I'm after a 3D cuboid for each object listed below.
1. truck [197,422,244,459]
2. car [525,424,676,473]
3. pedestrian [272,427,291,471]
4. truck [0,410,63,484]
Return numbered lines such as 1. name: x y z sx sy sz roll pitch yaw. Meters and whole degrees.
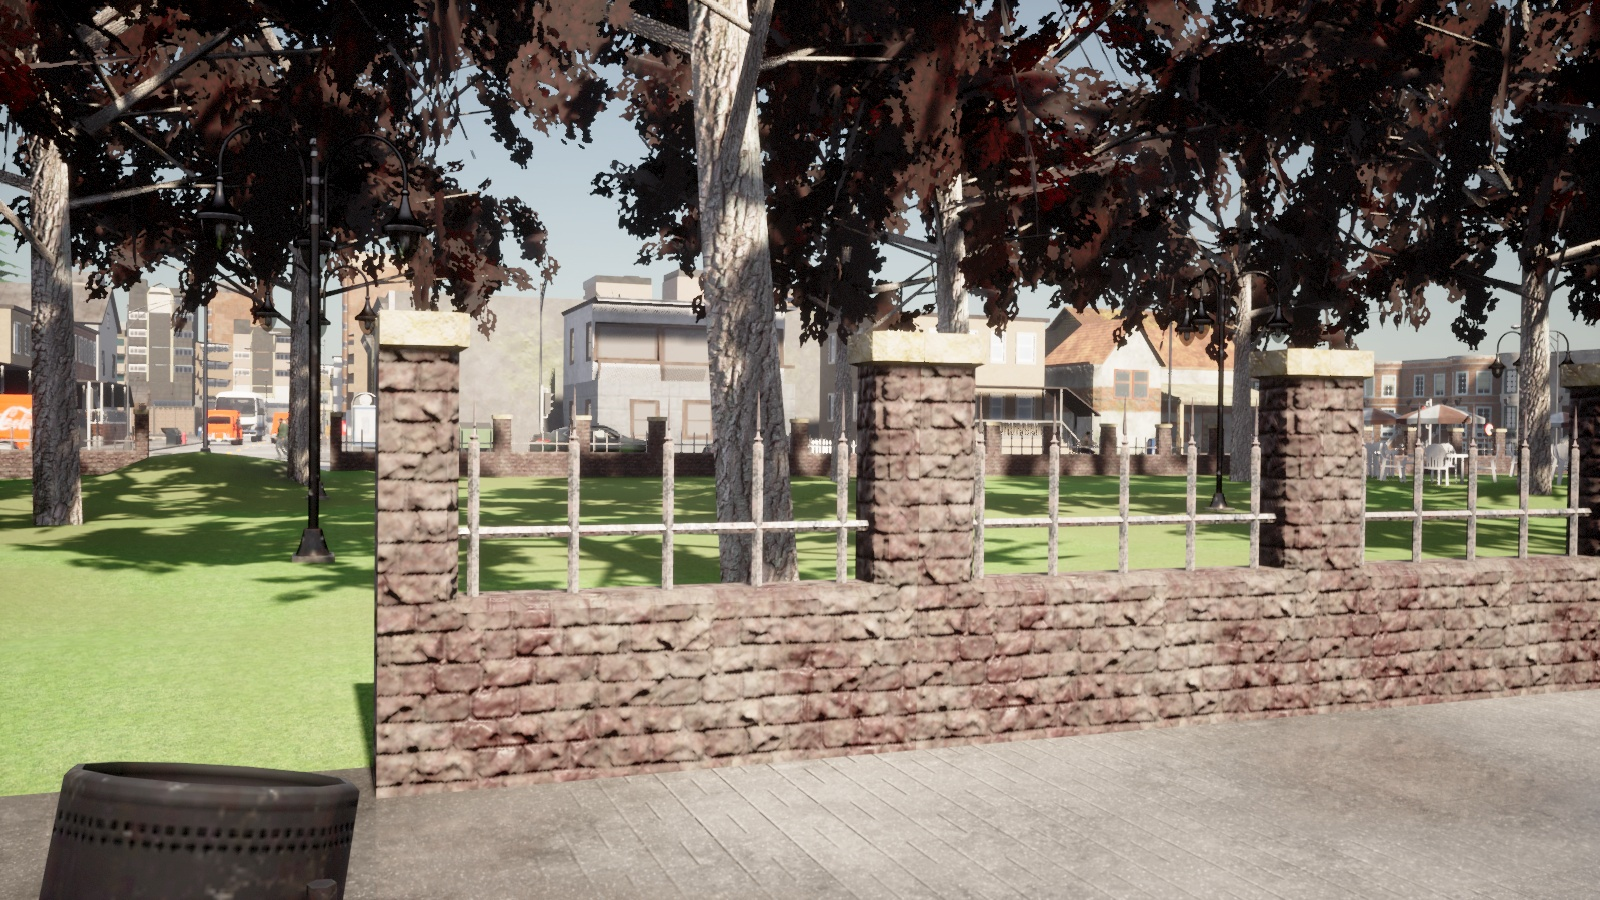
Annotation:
1. truck: -40.274 -0.676 87.398 2.627 2.467 5.204 -1 1 -21
2. car: -7.181 -0.079 45.184 5.027 1.651 2.152 -1 1 -21
3. pedestrian: -22.320 -0.047 54.066 0.353 1.847 0.614 0 1 37
4. truck: -28.326 -0.079 42.745 5.204 2.467 2.627 -1 1 -21
